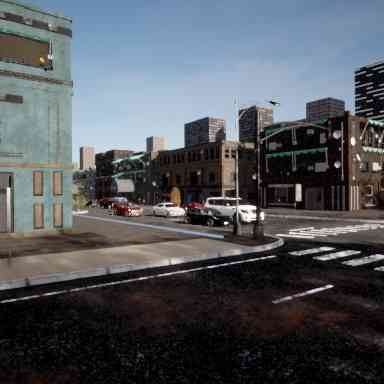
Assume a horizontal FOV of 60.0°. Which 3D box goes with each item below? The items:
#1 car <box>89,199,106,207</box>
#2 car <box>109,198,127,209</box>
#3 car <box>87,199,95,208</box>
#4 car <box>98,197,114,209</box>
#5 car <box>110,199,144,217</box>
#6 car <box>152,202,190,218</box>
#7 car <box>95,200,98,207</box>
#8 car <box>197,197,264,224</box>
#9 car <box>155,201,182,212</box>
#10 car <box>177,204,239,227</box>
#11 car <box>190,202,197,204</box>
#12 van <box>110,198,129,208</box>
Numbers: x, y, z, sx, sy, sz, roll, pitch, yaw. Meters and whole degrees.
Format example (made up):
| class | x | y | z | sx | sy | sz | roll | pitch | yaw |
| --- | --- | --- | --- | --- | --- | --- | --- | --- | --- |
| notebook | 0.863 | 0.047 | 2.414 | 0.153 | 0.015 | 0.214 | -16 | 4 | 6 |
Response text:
| class | x | y | z | sx | sy | sz | roll | pitch | yaw |
| --- | --- | --- | --- | --- | --- | --- | --- | --- | --- |
| car | -19.380 | 2.229 | 68.150 | 1.887 | 1.381 | 4.507 | -1 | 0 | -36 |
| car | -8.578 | 1.932 | 43.118 | 1.882 | 1.535 | 5.008 | -1 | 0 | -35 |
| car | -19.192 | 2.160 | 63.451 | 2.128 | 1.511 | 4.902 | -1 | 0 | -36 |
| car | -13.417 | 2.068 | 55.370 | 1.837 | 1.490 | 4.892 | -1 | 0 | -36 |
| car | -6.887 | 1.847 | 36.257 | 1.967 | 1.590 | 4.097 | -1 | 0 | -36 |
| car | -2.535 | 1.863 | 34.646 | 1.812 | 1.442 | 4.674 | -1 | 0 | -35 |
| car | -16.166 | 1.941 | 63.647 | 2.192 | 1.841 | 5.009 | -1 | 0 | -36 |
| car | 3.167 | 1.446 | 26.661 | 2.150 | 2.045 | 5.566 | -1 | 0 | -35 |
| car | -3.285 | 1.967 | 45.635 | 1.802 | 1.307 | 4.206 | -1 | 0 | -36 |
| car | 1.086 | 1.815 | 24.897 | 1.947 | 1.339 | 4.313 | -1 | 0 | -36 |
| car | -0.067 | 1.905 | 41.132 | 1.802 | 1.307 | 4.206 | -2 | 0 | -36 |
| van | -12.947 | 1.908 | 59.144 | 1.690 | 1.788 | 3.998 | -1 | 0 | -36 |
